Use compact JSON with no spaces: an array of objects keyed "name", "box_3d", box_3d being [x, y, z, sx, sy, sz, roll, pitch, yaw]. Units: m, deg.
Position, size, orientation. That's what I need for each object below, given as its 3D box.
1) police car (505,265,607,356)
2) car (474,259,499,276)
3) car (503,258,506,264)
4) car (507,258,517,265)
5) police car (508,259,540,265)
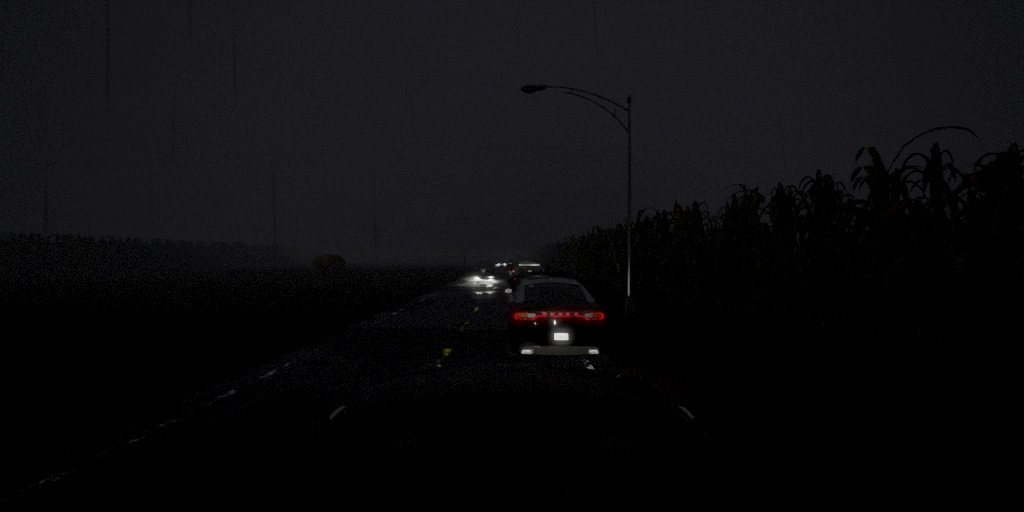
[{"name":"police car","box_3d":[0.854,1.173,8.721,1.930,1.638,5.238,0,0,0]},{"name":"car","box_3d":[-2.716,1.208,36.608,2.128,1.511,4.902,0,0,0]},{"name":"car","box_3d":[0.249,1.179,51.232,2.128,1.511,4.902,0,0,1]},{"name":"car","box_3d":[0.914,1.084,24.580,2.097,1.767,4.553,0,0,0]},{"name":"police car","box_3d":[0.892,1.166,18.720,1.930,1.638,5.238,0,0,0]}]
